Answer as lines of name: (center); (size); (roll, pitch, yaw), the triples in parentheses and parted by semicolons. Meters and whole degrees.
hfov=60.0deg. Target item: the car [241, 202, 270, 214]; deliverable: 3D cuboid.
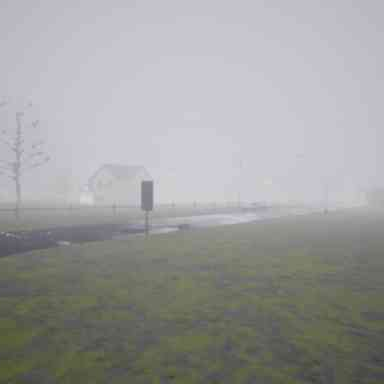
car: (7.917, 1.976, 41.374); (1.895, 1.301, 4.718); (1, 0, 36)
